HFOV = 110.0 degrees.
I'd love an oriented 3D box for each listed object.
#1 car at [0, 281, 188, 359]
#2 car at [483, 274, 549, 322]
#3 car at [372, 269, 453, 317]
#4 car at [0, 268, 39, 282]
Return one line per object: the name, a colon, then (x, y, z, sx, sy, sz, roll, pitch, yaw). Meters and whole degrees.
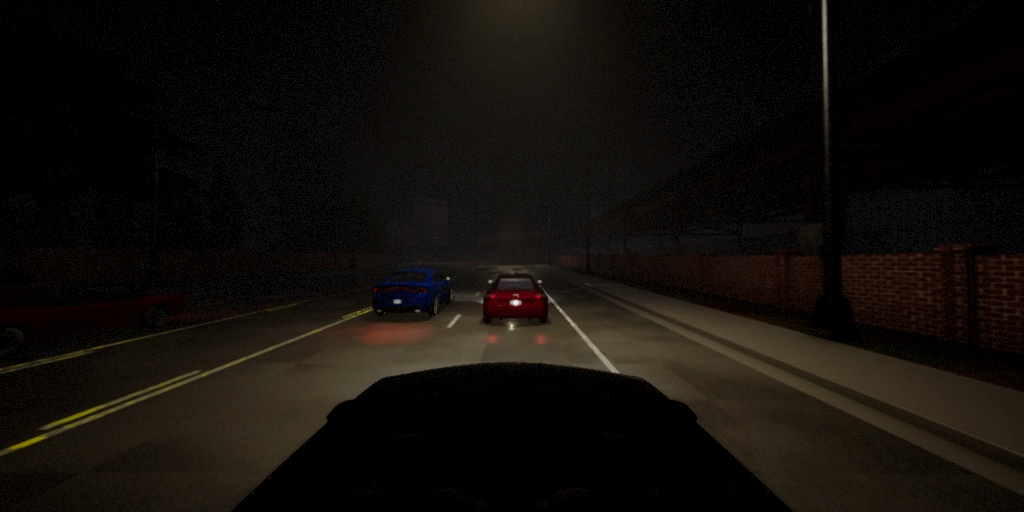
car: (-10.572, 1.329, 8.372, 1.895, 1.301, 4.718, 0, 0, 0)
car: (0.107, 1.282, 12.132, 1.994, 1.385, 4.181, 0, 0, 0)
car: (-3.393, 1.192, 13.092, 1.882, 1.535, 5.008, 0, 0, 0)
car: (-14.071, 1.079, 8.320, 2.097, 1.767, 4.553, 0, 0, 0)
